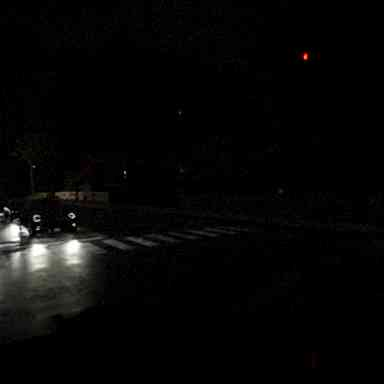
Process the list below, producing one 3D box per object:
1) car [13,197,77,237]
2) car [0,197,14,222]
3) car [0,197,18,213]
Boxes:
[{"bbox_3d":[-7.608,1.184,17.318,2.097,1.767,4.553,-2,2,-36],"label":"car"},{"bbox_3d":[-12.748,1.305,24.766,2.128,1.511,4.902,-2,1,-34],"label":"car"},{"bbox_3d":[-19.660,1.297,34.926,1.837,1.490,4.892,-2,1,-34],"label":"car"}]
